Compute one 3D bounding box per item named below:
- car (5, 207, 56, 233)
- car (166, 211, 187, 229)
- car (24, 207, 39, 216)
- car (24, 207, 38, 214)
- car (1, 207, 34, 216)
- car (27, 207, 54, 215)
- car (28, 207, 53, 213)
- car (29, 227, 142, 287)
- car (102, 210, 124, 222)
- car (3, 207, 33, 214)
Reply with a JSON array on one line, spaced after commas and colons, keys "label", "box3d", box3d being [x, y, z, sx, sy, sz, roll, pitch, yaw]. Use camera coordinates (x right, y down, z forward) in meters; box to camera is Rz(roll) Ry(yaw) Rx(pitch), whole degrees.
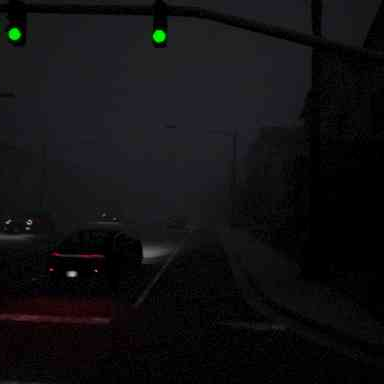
[{"label": "car", "box3d": [-12.709, 2.320, 26.482, 2.097, 1.767, 4.553, 1, -3, 3]}, {"label": "car", "box3d": [-1.633, 3.218, 36.332, 1.882, 1.535, 5.008, 1, -3, 3]}, {"label": "car", "box3d": [-31.918, 3.865, 66.033, 2.038, 1.542, 4.974, 3, -3, -34]}, {"label": "car", "box3d": [-31.943, 3.709, 66.084, 1.853, 1.218, 4.536, 3, -3, -34]}, {"label": "car", "box3d": [-32.127, 3.636, 61.435, 4.974, 1.542, 2.038, 4, -4, -44]}, {"label": "car", "box3d": [-32.450, 4.114, 71.426, 2.038, 1.542, 4.974, 0, -3, 31]}, {"label": "car", "box3d": [-32.473, 3.954, 71.389, 1.853, 1.218, 4.536, 0, -3, 31]}, {"label": "car", "box3d": [-2.860, 1.936, 10.672, 2.128, 1.511, 4.902, 1, -3, 3]}, {"label": "car", "box3d": [-11.547, 3.438, 48.888, 2.097, 1.767, 4.553, 1, -3, 3]}, {"label": "car", "box3d": [-32.160, 3.476, 61.407, 4.536, 1.218, 1.853, 4, -4, -44]}]
